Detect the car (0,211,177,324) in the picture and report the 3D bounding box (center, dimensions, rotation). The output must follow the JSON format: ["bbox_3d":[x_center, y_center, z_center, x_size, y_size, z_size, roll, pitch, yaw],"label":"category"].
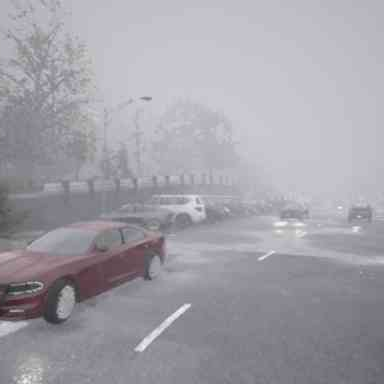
[{"bbox_3d":[-2.342,1.419,7.405,1.882,1.535,5.008,1,0,23],"label":"car"}]

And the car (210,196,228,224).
[{"bbox_3d":[-0.412,1.220,24.168,5.566,2.045,2.435,1,-1,8],"label":"car"}]

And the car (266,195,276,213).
[{"bbox_3d":[6.680,1.510,37.495,4.553,1.767,2.185,1,0,8],"label":"car"}]

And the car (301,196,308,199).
[{"bbox_3d":[15.132,1.578,53.519,5.566,2.045,2.435,1,0,8],"label":"car"}]

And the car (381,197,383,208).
[{"bbox_3d":[40.826,2.182,65.635,5.566,2.045,2.435,2,0,8],"label":"car"}]

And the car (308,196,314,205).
[{"bbox_3d":[18.028,1.644,58.851,5.566,2.045,2.435,1,-1,8],"label":"car"}]

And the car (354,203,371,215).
[{"bbox_3d":[22.165,2.116,43.168,1.895,1.301,4.718,1,0,28],"label":"car"}]

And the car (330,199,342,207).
[{"bbox_3d":[29.088,2.127,67.050,1.837,1.490,4.892,1,0,28],"label":"car"}]

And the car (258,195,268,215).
[{"bbox_3d":[5.266,1.478,34.816,4.553,1.767,2.185,1,0,8],"label":"car"}]

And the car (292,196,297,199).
[{"bbox_3d":[11.089,1.732,45.484,5.366,1.575,1.946,1,-1,8],"label":"car"}]

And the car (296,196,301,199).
[{"bbox_3d":[12.358,1.514,48.168,5.566,2.045,2.435,1,-1,8],"label":"car"}]

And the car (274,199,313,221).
[{"bbox_3d":[9.153,1.689,29.636,1.882,1.535,5.008,1,0,28],"label":"car"}]

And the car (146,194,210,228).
[{"bbox_3d":[-1.884,1.186,21.485,5.566,2.045,2.435,1,0,8],"label":"car"}]

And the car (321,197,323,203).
[{"bbox_3d":[25.081,2.058,72.196,4.892,1.521,2.231,1,-1,8],"label":"car"}]

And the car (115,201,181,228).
[{"bbox_3d":[-3.305,1.433,18.813,4.792,1.488,2.163,1,0,8],"label":"car"}]

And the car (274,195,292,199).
[{"bbox_3d":[9.460,1.449,42.842,5.566,2.045,2.435,1,0,8],"label":"car"}]

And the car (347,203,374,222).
[{"bbox_3d":[15.276,1.861,30.207,1.837,1.490,4.892,1,0,28],"label":"car"}]

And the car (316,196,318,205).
[{"bbox_3d":[22.221,1.866,66.864,4.553,1.767,2.185,1,-1,8],"label":"car"}]

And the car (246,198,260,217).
[{"bbox_3d":[3.807,1.571,32.169,4.892,1.521,2.231,1,-1,8],"label":"car"}]

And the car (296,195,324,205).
[{"bbox_3d":[26.481,1.837,74.857,5.566,2.045,2.435,1,0,8],"label":"car"}]

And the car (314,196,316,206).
[{"bbox_3d":[20.806,1.834,64.188,4.553,1.767,2.185,1,-1,8],"label":"car"}]

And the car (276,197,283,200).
[{"bbox_3d":[8.099,1.698,40.163,4.792,1.488,2.163,1,-1,8],"label":"car"}]

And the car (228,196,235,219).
[{"bbox_3d":[0.946,1.378,26.840,4.553,1.767,2.185,1,-1,8],"label":"car"}]

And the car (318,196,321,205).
[{"bbox_3d":[23.700,1.899,69.518,4.553,1.767,2.185,1,0,8],"label":"car"}]

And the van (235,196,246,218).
[{"bbox_3d":[2.281,1.310,29.509,4.442,1.987,1.878,1,0,8],"label":"van"}]
